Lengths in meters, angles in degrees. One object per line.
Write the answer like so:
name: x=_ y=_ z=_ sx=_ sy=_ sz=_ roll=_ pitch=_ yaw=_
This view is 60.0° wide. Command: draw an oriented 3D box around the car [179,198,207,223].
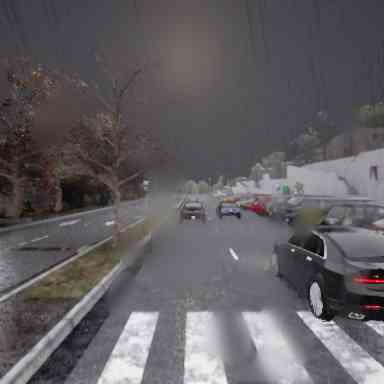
car: x=0.095 y=1.485 z=25.252 sx=1.837 sy=1.490 sz=4.892 roll=0 pitch=0 yaw=0

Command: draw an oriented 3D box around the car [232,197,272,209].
car: x=8.087 y=1.420 z=44.961 sx=4.792 sy=1.488 sz=2.163 roll=1 pitch=0 yaw=-20

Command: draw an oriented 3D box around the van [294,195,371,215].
van: x=8.178 y=1.251 z=18.131 sx=4.442 sy=1.987 sz=1.878 roll=1 pitch=0 yaw=-20

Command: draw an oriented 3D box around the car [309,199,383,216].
car: x=8.039 y=1.351 z=15.096 sx=4.553 sy=1.767 sz=2.185 roll=1 pitch=0 yaw=-20

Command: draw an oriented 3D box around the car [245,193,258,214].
car: x=8.094 y=1.214 z=30.036 sx=5.566 sy=2.045 sz=2.435 roll=1 pitch=0 yaw=-20

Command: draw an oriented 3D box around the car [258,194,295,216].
car: x=8.044 y=1.219 z=24.039 sx=5.566 sy=2.045 sz=2.435 roll=1 pitch=0 yaw=-20

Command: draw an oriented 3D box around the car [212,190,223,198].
car: x=8.064 y=0.948 z=77.755 sx=4.892 sy=1.521 sz=2.231 roll=1 pitch=1 yaw=-20

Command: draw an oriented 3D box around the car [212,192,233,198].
car: x=8.226 y=0.823 z=89.753 sx=5.366 sy=1.575 sz=1.946 roll=1 pitch=0 yaw=-20

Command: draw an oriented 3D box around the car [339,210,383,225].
car: x=8.063 y=1.520 z=12.124 sx=4.674 sy=1.452 sz=2.002 roll=1 pitch=0 yaw=-20

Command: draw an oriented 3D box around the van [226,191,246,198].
van: x=7.955 y=1.100 z=50.862 sx=4.442 sy=1.987 sz=1.878 roll=0 pitch=1 yaw=-20

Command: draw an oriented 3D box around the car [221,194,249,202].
car: x=8.084 y=1.181 z=62.864 sx=4.792 sy=1.488 sz=2.163 roll=0 pitch=1 yaw=-20

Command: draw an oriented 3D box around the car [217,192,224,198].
car: x=7.884 y=1.194 z=59.802 sx=5.366 sy=1.575 sz=1.946 roll=0 pitch=1 yaw=-20

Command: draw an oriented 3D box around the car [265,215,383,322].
car: x=3.098 y=1.499 z=7.266 sx=1.837 sy=1.490 sz=4.892 roll=0 pitch=0 yaw=0

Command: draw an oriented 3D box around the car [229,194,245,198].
car: x=7.890 y=1.407 z=41.892 sx=5.366 sy=1.575 sz=1.946 roll=1 pitch=1 yaw=-20

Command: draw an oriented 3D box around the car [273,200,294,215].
car: x=8.060 y=1.474 z=21.071 sx=4.892 sy=1.521 sz=2.231 roll=1 pitch=0 yaw=-20

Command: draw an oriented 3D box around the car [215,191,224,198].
car: x=7.884 y=1.101 z=65.767 sx=5.366 sy=1.575 sz=1.946 roll=0 pitch=1 yaw=-20

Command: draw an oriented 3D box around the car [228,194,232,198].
car: x=8.055 y=1.398 z=47.933 sx=4.674 sy=1.452 sz=2.002 roll=1 pitch=0 yaw=-20

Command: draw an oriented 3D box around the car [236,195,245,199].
car: x=8.035 y=1.461 z=38.964 sx=4.792 sy=1.488 sz=2.163 roll=1 pitch=1 yaw=-20

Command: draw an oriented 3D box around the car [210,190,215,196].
car: x=8.083 y=0.661 z=80.754 sx=5.566 sy=2.045 sz=2.435 roll=1 pitch=0 yaw=-20

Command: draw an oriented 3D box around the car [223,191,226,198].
car: x=8.032 y=1.160 z=53.891 sx=4.553 sy=1.767 sz=2.185 roll=0 pitch=1 yaw=-20

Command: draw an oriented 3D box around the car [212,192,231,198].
car: x=8.077 y=0.828 z=92.684 sx=4.792 sy=1.488 sz=2.163 roll=1 pitch=0 yaw=-20

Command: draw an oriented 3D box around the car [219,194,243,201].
car: x=8.052 y=1.102 z=68.816 sx=4.674 sy=1.452 sz=2.002 roll=1 pitch=1 yaw=-20

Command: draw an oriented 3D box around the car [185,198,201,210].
car: x=0.092 y=1.480 z=42.825 sx=1.994 sy=1.385 sz=4.181 roll=0 pitch=0 yaw=0

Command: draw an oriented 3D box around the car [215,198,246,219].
car: x=3.094 y=1.523 z=29.061 sx=2.033 sy=1.411 sz=5.357 roll=0 pitch=0 yaw=0
